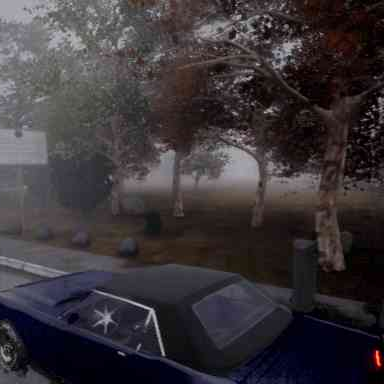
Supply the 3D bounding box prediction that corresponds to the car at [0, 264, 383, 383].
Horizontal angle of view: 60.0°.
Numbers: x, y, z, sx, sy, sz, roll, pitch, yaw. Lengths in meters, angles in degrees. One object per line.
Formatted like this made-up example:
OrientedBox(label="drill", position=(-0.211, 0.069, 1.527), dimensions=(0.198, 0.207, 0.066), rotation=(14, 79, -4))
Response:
OrientedBox(label="car", position=(-0.510, 1.580, 3.926), dimensions=(4.718, 1.301, 1.895), rotation=(1, 0, 36))
